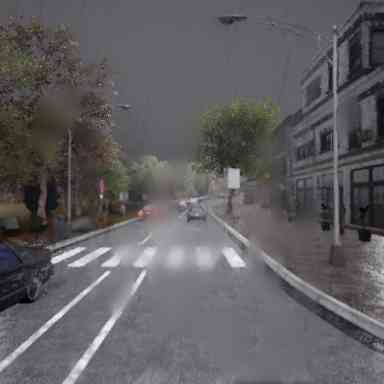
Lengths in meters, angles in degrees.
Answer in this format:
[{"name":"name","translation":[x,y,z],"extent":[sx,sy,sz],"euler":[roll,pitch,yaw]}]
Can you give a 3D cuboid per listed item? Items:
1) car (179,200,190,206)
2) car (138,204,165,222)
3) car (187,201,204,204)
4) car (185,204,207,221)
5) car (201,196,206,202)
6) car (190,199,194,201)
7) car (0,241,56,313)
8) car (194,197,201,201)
[{"name":"car","translation":[-2.048,2.820,68.230],"extent":[2.002,1.452,4.674],"euler":[-2,1,4]},{"name":"car","translation":[-3.868,1.923,32.039],"extent":[2.097,1.767,4.553],"euler":[0,-1,1]},{"name":"car","translation":[0.700,2.554,52.353],"extent":[2.033,1.411,5.357],"euler":[0,-1,2]},{"name":"car","translation":[0.500,2.180,33.810],"extent":[1.994,1.385,4.181],"euler":[0,-1,0]},{"name":"car","translation":[1.622,2.219,90.811],"extent":[2.097,1.535,5.008],"euler":[-1,2,14]},{"name":"car","translation":[-1.510,2.615,74.347],"extent":[2.097,1.535,5.008],"euler":[1,2,10]},{"name":"car","translation":[-4.155,1.574,5.566],"extent":[2.033,1.411,5.357],"euler":[0,-1,1]},{"name":"car","translation":[0.269,2.416,84.729],"extent":[2.002,1.452,4.674],"euler":[-1,1,12]}]
